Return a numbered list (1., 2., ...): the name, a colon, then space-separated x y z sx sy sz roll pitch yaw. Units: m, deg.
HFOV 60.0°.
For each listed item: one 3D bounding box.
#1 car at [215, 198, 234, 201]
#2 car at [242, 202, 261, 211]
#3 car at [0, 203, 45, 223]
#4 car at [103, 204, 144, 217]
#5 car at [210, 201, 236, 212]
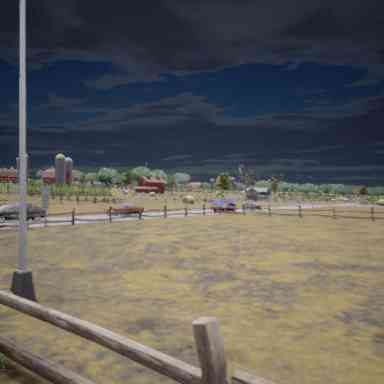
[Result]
1. car: 5.256 2.034 55.868 2.150 2.045 5.566 2 0 36
2. car: 10.548 2.490 58.533 2.128 1.511 4.902 2 0 36
3. car: -14.901 1.735 27.988 1.837 1.490 4.892 2 0 36
4. car: -7.798 2.032 37.879 1.895 1.301 4.718 2 0 36
5. car: 4.945 2.425 50.653 1.895 1.301 4.718 2 0 36
